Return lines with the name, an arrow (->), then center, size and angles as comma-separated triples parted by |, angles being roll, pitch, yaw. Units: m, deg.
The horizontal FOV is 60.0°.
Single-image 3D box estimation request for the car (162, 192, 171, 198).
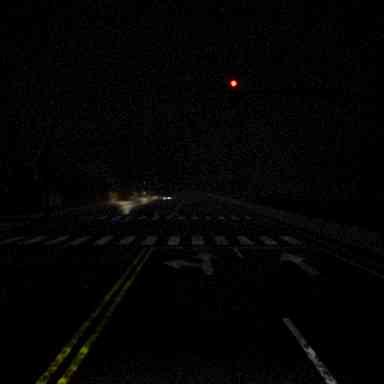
car -> -6.484, 0.789, 85.433 | 1.994, 1.385, 4.181 | 0, 1, 0
